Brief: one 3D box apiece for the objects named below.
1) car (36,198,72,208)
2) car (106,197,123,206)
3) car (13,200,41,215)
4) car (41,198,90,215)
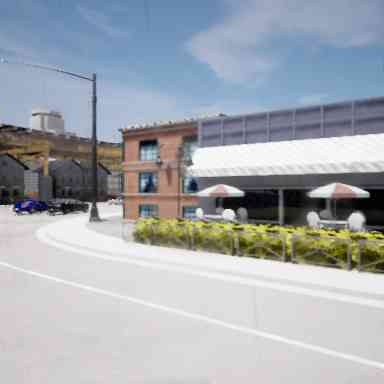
[{"bbox_3d":[-20.166,1.565,48.755,1.895,1.301,4.718,0,0,34],"label":"car"},{"bbox_3d":[-11.930,1.495,54.746,1.812,1.442,4.674,0,0,34],"label":"car"},{"bbox_3d":[-16.106,1.498,34.285,1.812,1.442,4.674,0,0,19],"label":"car"},{"bbox_3d":[-12.393,1.468,33.763,2.128,1.511,4.902,0,0,21],"label":"car"}]
